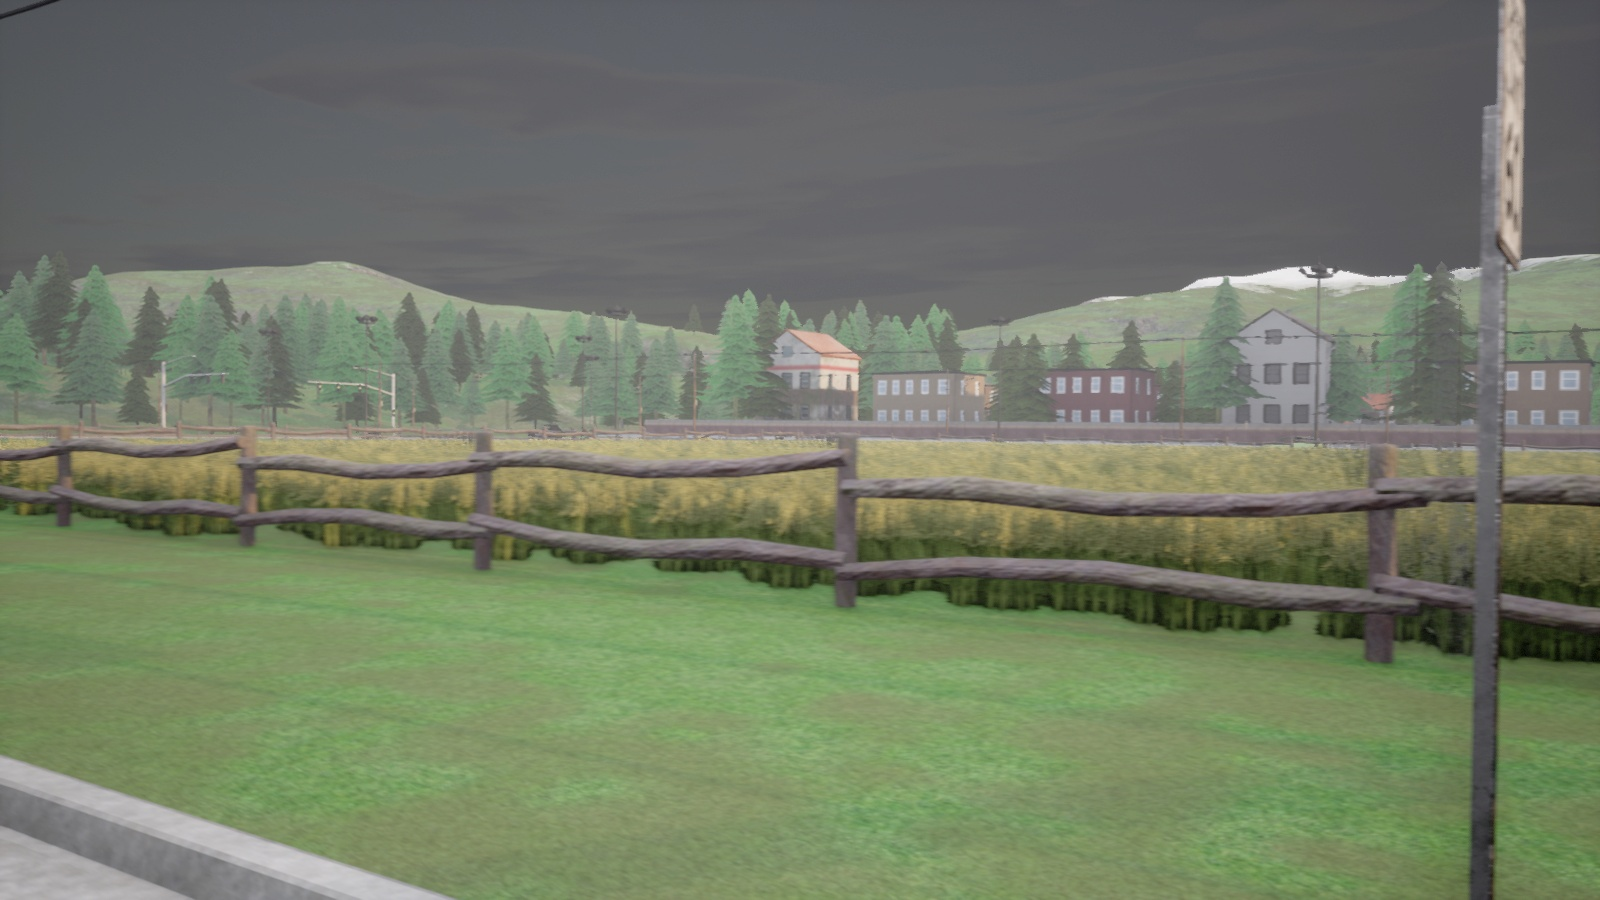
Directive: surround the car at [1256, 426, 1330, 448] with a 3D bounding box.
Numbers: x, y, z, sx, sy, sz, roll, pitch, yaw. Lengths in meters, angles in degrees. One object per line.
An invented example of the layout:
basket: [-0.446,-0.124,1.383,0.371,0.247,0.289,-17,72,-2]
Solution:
car: [34.585,-0.904,88.156,4.514,1.525,2.007,0,1,34]
